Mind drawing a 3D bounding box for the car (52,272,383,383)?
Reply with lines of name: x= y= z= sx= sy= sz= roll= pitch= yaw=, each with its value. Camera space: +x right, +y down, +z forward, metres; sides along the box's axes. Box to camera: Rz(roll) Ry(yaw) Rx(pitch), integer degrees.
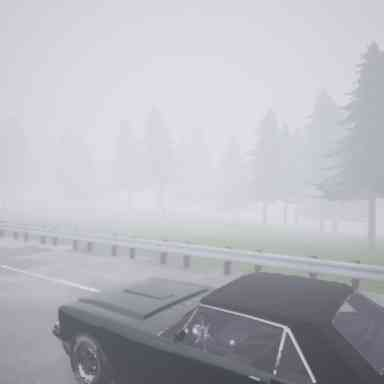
car: x=0.580 y=1.601 z=3.577 sx=4.718 sy=1.301 sz=1.895 roll=0 pitch=0 yaw=35
